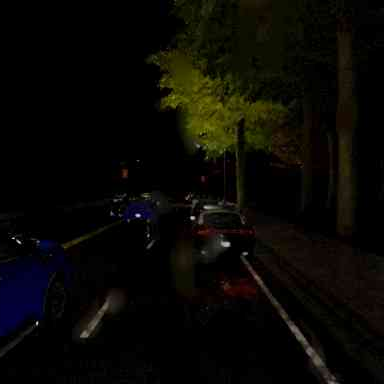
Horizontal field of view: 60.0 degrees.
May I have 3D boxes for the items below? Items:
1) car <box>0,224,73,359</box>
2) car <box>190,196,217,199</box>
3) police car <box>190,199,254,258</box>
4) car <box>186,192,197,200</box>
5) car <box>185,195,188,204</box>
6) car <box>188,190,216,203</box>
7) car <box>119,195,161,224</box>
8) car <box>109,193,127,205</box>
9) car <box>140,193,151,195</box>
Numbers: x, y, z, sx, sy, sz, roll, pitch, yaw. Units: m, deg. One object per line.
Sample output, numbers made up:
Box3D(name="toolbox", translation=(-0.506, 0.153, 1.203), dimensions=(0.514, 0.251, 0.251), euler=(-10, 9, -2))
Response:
Box3D(name="car", translation=(-3.151, 1.174, 3.443), dimensions=(2.150, 2.045, 5.566), euler=(0, 1, 0))
Box3D(name="car", translation=(0.965, 1.229, 22.042), dimensions=(1.837, 1.490, 4.892), euler=(0, 1, 0))
Box3D(name="police car", translation=(0.970, 1.268, 12.151), dimensions=(1.930, 1.638, 5.238), euler=(0, 1, 0))
Box3D(name="car", translation=(-0.030, 0.795, 64.320), dimensions=(2.033, 1.411, 5.357), euler=(0, 1, 0))
Box3D(name="car", translation=(-0.005, 1.004, 46.510), dimensions=(1.994, 1.385, 4.181), euler=(0, 1, 0))
Box3D(name="car", translation=(0.963, 0.877, 28.068), dimensions=(2.150, 2.045, 5.566), euler=(0, 1, 0))
Box3D(name="car", translation=(-3.160, 1.202, 21.928), dimensions=(1.882, 1.535, 5.008), euler=(0, 1, 0))
Box3D(name="car", translation=(-9.859, 0.948, 45.143), dimensions=(2.128, 1.511, 4.902), euler=(0, 1, 0))
Box3D(name="car", translation=(-6.610, 0.925, 47.096), dimensions=(2.128, 1.511, 4.902), euler=(0, 1, 0))
